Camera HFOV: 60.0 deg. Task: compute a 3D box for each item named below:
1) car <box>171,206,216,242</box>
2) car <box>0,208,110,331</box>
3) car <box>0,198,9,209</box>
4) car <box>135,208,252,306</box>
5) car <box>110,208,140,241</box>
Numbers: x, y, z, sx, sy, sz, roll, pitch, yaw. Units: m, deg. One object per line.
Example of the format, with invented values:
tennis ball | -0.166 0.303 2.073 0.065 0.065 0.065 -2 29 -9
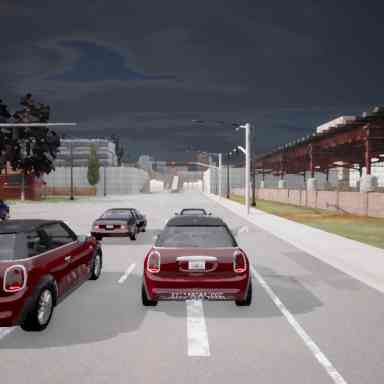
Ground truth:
car | 0.070 1.506 16.719 1.994 1.385 4.181 0 0 0
car | -3.410 1.341 6.997 2.097 1.767 4.553 0 0 0
car | -14.040 1.180 21.878 2.097 1.767 4.553 0 1 0
car | 0.085 1.337 8.159 2.097 1.767 4.553 0 0 0
car | -3.431 1.488 16.420 2.033 1.411 5.357 0 0 0
